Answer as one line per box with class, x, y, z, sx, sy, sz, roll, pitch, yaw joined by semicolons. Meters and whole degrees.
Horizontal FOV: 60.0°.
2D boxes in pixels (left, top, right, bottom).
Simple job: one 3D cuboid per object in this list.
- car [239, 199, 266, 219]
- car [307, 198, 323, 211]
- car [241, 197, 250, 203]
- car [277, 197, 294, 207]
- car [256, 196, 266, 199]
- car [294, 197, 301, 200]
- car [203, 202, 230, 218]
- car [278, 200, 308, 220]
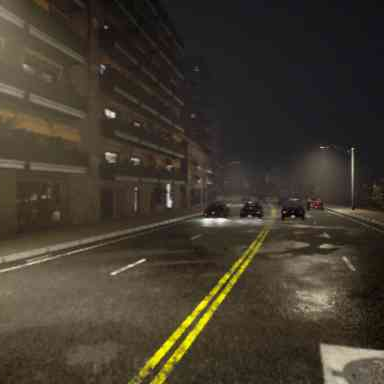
car;5.537;1.642;30.445;2.033;1.411;5.357;0;0;15
car;15.435;1.599;42.257;1.837;1.490;4.892;0;-1;13
car;11.384;1.653;70.753;1.895;1.301;4.718;0;0;10
car;14.353;1.608;52.065;1.882;1.535;5.008;0;0;12
car;14.588;1.519;70.206;1.882;1.535;5.008;0;0;10
car;20.348;1.665;65.648;2.128;1.511;4.902;0;0;10
car;2.399;1.672;31.317;1.994;1.385;4.181;0;0;15
car;8.723;1.678;28.976;1.895;1.301;4.718;0;0;15
